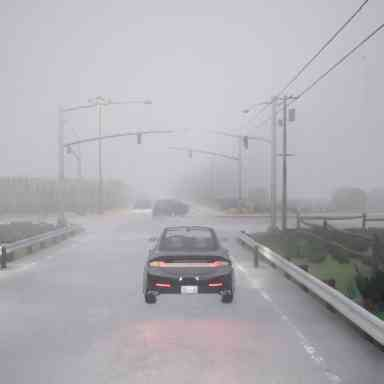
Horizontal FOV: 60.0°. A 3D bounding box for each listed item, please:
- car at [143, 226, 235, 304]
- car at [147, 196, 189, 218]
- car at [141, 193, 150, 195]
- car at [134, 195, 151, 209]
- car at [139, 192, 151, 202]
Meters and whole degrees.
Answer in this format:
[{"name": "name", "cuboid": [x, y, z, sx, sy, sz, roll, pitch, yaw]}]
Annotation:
[{"name": "car", "cuboid": [-0.091, 1.612, 8.420, 2.128, 1.511, 4.902, 0, -2, -1]}, {"name": "car", "cuboid": [-2.030, 1.445, 32.330, 2.097, 1.767, 4.553, 0, 1, 24]}, {"name": "car", "cuboid": [-7.389, 1.276, 51.495, 1.812, 1.442, 4.674, 0, 1, -7]}, {"name": "car", "cuboid": [-6.324, 1.468, 42.897, 1.994, 1.385, 4.181, 0, 1, -7]}, {"name": "car", "cuboid": [-8.668, 0.918, 61.761, 2.097, 1.767, 4.553, 0, 1, -7]}]
